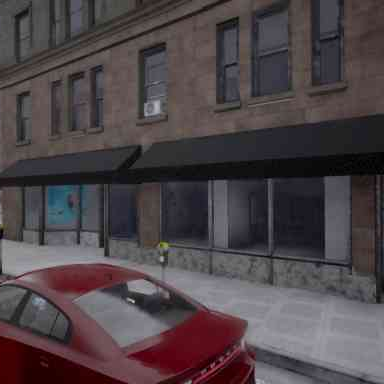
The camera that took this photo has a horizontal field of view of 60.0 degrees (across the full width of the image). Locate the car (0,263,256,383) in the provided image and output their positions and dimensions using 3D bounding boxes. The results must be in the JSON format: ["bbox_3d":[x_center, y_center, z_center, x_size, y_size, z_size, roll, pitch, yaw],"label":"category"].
[{"bbox_3d":[-1.497,1.545,3.933,4.507,1.381,1.887,0,0,36],"label":"car"}]
